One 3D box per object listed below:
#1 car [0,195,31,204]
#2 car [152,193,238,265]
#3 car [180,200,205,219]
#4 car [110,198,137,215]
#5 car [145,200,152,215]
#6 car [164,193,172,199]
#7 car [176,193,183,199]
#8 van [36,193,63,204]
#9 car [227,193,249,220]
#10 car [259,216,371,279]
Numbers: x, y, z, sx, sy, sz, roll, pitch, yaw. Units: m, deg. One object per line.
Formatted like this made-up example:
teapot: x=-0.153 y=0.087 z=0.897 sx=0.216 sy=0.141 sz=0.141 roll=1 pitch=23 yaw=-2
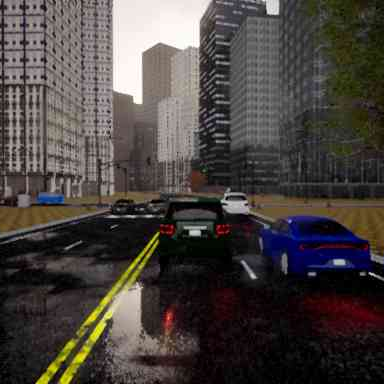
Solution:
car: x=-28.273 y=1.166 z=53.249 sx=4.507 sy=1.381 sz=1.887 roll=0 pitch=0 yaw=1
car: x=0.084 y=1.182 z=11.712 sx=2.150 sy=2.045 sz=5.566 roll=0 pitch=0 yaw=0
car: x=0.058 y=1.456 z=28.481 sx=1.994 sy=1.385 sz=4.181 roll=0 pitch=0 yaw=0
car: x=-6.592 y=1.381 z=32.384 sx=1.837 sy=1.490 sz=4.892 roll=0 pitch=0 yaw=0
car: x=-3.340 y=1.399 z=32.692 sx=1.812 sy=1.442 sz=4.674 roll=0 pitch=0 yaw=0
car: x=-6.735 y=1.103 z=92.367 sx=1.994 sy=1.385 sz=4.181 roll=0 pitch=0 yaw=-1
car: x=-3.487 y=1.027 z=92.501 sx=1.882 sy=1.535 sz=5.008 roll=0 pitch=0 yaw=-1
van: x=-22.733 y=0.988 z=53.210 sx=3.998 sy=1.788 sz=1.690 roll=0 pitch=0 yaw=1
car: x=3.309 y=1.117 z=27.547 sx=2.150 sy=2.045 sz=5.566 roll=0 pitch=0 yaw=0
car: x=3.336 y=1.443 z=10.003 sx=1.882 sy=1.535 sz=5.008 roll=0 pitch=0 yaw=0
